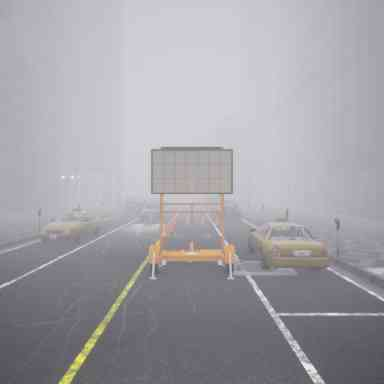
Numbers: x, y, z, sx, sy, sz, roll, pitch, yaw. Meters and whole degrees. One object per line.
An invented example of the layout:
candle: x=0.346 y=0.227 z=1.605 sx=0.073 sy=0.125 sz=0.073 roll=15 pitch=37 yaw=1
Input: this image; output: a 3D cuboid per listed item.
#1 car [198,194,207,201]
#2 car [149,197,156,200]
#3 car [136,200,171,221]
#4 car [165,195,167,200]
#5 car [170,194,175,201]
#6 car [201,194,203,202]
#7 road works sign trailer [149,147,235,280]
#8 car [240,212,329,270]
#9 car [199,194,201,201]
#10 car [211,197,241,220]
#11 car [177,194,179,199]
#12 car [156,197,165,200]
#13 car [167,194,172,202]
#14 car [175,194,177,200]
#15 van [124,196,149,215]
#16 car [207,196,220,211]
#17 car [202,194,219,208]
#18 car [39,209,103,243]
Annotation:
car: x=2.866 y=1.433 z=89.593 sx=2.192 sy=1.841 sz=5.009 roll=0 pitch=0 yaw=0
car: x=-5.663 y=1.565 z=38.852 sx=1.947 sy=1.339 sz=4.313 roll=0 pitch=0 yaw=0
car: x=-2.997 y=1.591 z=26.899 sx=1.895 sy=1.301 sz=4.718 roll=0 pitch=0 yaw=0
car: x=-5.661 y=1.573 z=55.769 sx=1.887 sy=1.381 sz=4.507 roll=0 pitch=0 yaw=0
car: x=-5.660 y=1.601 z=78.155 sx=1.752 sy=1.417 sz=4.829 roll=0 pitch=0 yaw=0
car: x=2.863 y=1.333 z=50.116 sx=2.192 sy=1.841 sz=5.009 roll=0 pitch=0 yaw=0
road works sign trailer: x=0.001 y=0.461 z=9.952 sx=2.380 sy=3.560 sz=2.880 roll=0 pitch=0 yaw=0
car: x=2.867 y=1.521 z=10.842 sx=1.752 sy=1.417 sz=4.829 roll=0 pitch=0 yaw=1
car: x=2.865 y=1.479 z=61.395 sx=1.967 sy=1.590 sz=4.097 roll=0 pitch=0 yaw=0
car: x=2.862 y=1.431 z=27.559 sx=1.967 sy=1.590 sz=4.097 roll=0 pitch=0 yaw=0
car: x=-5.659 y=1.455 z=95.241 sx=2.192 sy=1.841 sz=5.009 roll=0 pitch=0 yaw=0
car: x=-5.662 y=1.457 z=50.131 sx=1.967 sy=1.590 sz=4.097 roll=0 pitch=0 yaw=0
car: x=-5.660 y=1.631 z=67.047 sx=1.802 sy=1.307 sz=4.206 roll=0 pitch=0 yaw=0
car: x=-5.660 y=1.411 z=83.963 sx=2.192 sy=1.841 sz=5.009 roll=0 pitch=0 yaw=0
van: x=-5.662 y=1.335 z=33.213 sx=1.690 sy=1.788 sz=3.998 roll=0 pitch=0 yaw=0
car: x=2.862 y=1.434 z=33.197 sx=1.967 sy=1.590 sz=4.097 roll=0 pitch=0 yaw=0
car: x=2.863 y=1.323 z=44.477 sx=2.192 sy=1.841 sz=5.009 roll=0 pitch=0 yaw=0
car: x=-5.665 y=1.519 z=16.089 sx=1.752 sy=1.417 sz=4.829 roll=0 pitch=0 yaw=1
